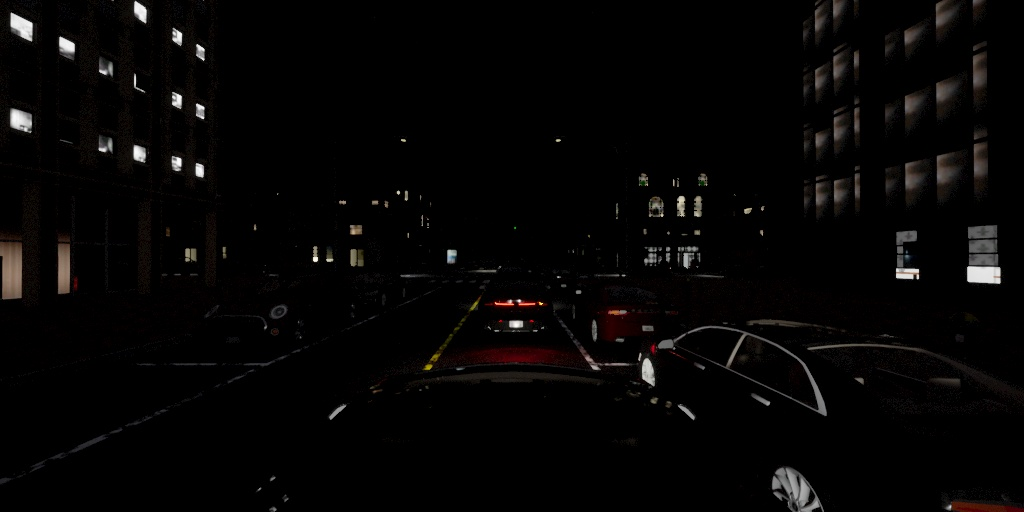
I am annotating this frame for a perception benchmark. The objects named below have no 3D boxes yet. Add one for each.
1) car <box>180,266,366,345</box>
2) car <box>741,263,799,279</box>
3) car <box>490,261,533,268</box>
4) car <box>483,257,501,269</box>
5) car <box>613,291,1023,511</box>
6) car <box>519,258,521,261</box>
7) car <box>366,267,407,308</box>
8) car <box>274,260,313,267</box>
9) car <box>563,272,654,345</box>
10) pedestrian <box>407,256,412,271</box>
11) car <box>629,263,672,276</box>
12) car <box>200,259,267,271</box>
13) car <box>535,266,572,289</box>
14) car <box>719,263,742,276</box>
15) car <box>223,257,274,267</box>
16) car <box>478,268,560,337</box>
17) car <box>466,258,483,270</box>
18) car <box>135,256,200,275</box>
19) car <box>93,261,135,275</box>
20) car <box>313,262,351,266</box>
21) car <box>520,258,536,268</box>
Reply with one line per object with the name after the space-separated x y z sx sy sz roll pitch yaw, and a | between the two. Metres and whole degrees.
-5.700 1.190 9.313 1.967 1.591 4.097 0 0 0 | car
23.599 1.433 32.335 4.207 1.307 1.802 0 0 1 | car
0.069 1.230 20.515 1.882 1.535 5.008 0 0 2 | car
-3.157 1.234 53.760 1.882 1.535 5.008 0 0 1 | car
2.688 1.301 3.617 2.007 1.370 4.403 0 0 0 | car
2.602 1.340 64.125 1.802 1.307 4.207 0 0 0 | car
-5.709 1.302 15.006 2.007 1.370 4.403 0 0 0 | car
-25.510 1.197 41.438 4.829 1.417 1.751 0 0 1 | car
2.680 1.296 9.308 1.888 1.381 4.507 0 0 0 | car
-12.612 0.885 44.208 0.375 1.860 0.375 0 -1 1 | pedestrian
14.759 1.403 38.286 4.181 1.385 1.994 0 0 1 | car
-25.459 1.177 33.056 4.403 1.370 2.007 0 0 1 | car
2.664 1.302 20.692 2.007 1.370 4.403 0 0 0 | car
24.574 1.413 38.153 4.674 1.442 1.812 0 0 1 | car
-26.906 0.986 35.672 4.553 1.767 2.097 0 0 1 | car
0.089 1.256 10.323 1.837 1.490 4.892 0 0 0 | car
-5.763 1.338 53.084 1.802 1.307 4.207 0 0 0 | car
-30.996 0.917 33.133 5.009 1.841 2.192 0 0 1 | car
-36.533 1.130 33.210 4.403 1.370 2.007 0 0 1 | car
-16.617 1.279 35.525 4.718 1.301 1.895 0 0 1 | car
2.618 1.322 53.083 1.948 1.339 4.313 0 0 0 | car
